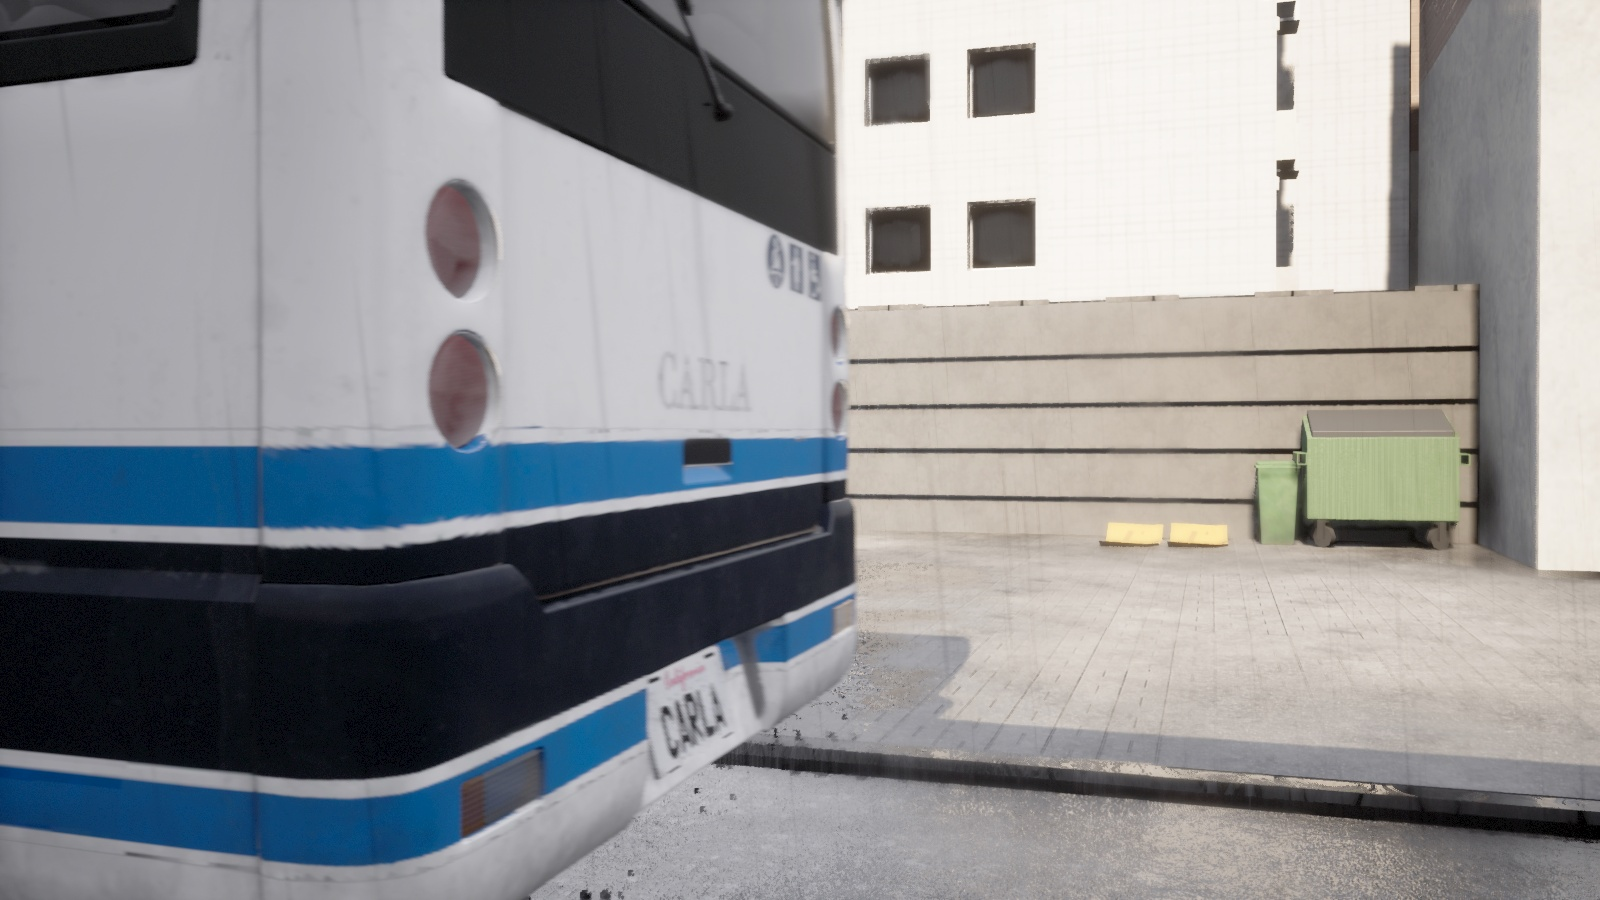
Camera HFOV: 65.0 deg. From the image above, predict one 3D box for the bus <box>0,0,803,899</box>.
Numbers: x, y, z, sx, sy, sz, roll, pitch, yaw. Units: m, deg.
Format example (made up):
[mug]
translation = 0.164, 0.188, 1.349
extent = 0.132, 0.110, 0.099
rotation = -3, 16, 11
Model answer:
[bus]
translation = -5.486, -0.658, 5.482
extent = 10.273, 4.253, 3.944
rotation = 1, 1, 18
